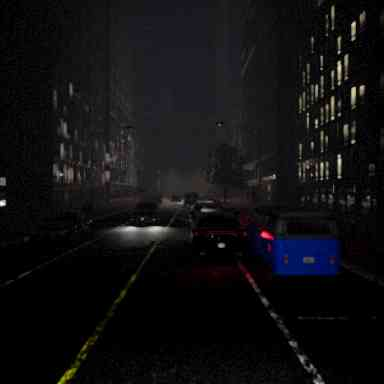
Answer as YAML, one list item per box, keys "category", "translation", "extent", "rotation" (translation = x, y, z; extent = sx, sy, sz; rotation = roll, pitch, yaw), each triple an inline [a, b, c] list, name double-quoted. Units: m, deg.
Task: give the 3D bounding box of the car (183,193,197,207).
- category: "car"
  translation: [-0.070, 1.088, 48.291]
  extent: [2.150, 2.045, 5.566]
  rotation: [0, 0, 0]

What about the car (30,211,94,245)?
- category: "car"
  translation: [-5.713, 1.541, 15.157]
  extent: [1.802, 1.307, 4.206]
  rotation: [0, 0, 0]

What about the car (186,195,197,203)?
- category: "car"
  translation: [-0.092, 1.313, 63.251]
  extent: [1.837, 1.490, 4.892]
  rotation: [0, 0, 0]

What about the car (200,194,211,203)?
- category: "car"
  translation: [2.594, 1.235, 66.398]
  extent: [1.967, 1.590, 4.097]
  rotation: [0, 0, 0]

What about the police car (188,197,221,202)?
- category: "police car"
  translation: [0.867, 1.365, 22.600]
  extent: [1.930, 1.638, 5.238]
  rotation: [0, 0, 0]

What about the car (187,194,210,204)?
- category: "car"
  translation: [0.858, 1.275, 28.461]
  extent: [2.097, 1.767, 4.553]
  rotation: [0, 0, 0]

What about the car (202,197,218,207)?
- category: "car"
  translation: [2.619, 1.414, 49.321]
  extent: [2.008, 1.369, 4.403]
  rotation: [0, 0, 0]

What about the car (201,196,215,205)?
- category: "car"
  translation: [2.611, 1.393, 55.013]
  extent: [2.008, 1.369, 4.403]
  rotation: [0, 0, 0]

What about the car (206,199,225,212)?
- category: "car"
  translation: [2.635, 1.481, 37.936]
  extent: [1.802, 1.307, 4.206]
  rotation: [0, 0, 0]

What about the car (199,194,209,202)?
- category: "car"
  translation: [2.586, 1.211, 72.090]
  extent: [1.967, 1.590, 4.097]
  rotation: [0, 0, 0]

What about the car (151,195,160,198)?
- category: "car"
  translation: [-5.754, 1.433, 43.620]
  extent: [2.008, 1.369, 4.403]
  rotation: [0, 0, 0]

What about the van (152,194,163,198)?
- category: "van"
  translation: [-5.770, 1.183, 55.004]
  extent: [1.690, 1.788, 3.998]
  rotation: [0, 0, 0]

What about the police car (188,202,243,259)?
- category: "police car"
  translation: [0.882, 1.392, 12.600]
  extent: [1.930, 1.638, 5.238]
  rotation: [0, 0, 0]

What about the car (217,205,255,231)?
- category: "car"
  translation: [2.660, 1.526, 20.858]
  extent: [1.802, 1.307, 4.206]
  rotation: [0, 0, 0]

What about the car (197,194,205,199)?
- category: "car"
  translation: [2.553, 1.213, 94.860]
  extent: [1.887, 1.381, 4.507]
  rotation: [0, 0, 0]

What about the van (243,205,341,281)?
- category: "van"
  translation: [2.677, 1.316, 9.474]
  extent: [1.690, 1.788, 3.998]
  rotation: [0, 0, 0]

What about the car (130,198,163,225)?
- category: "car"
  translation: [-3.133, 1.442, 23.423]
  extent: [1.837, 1.490, 4.892]
  rotation: [0, 0, 0]

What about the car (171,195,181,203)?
- category: "car"
  translation: [-3.114, 1.279, 64.706]
  extent: [1.882, 1.535, 5.008]
  rotation: [0, 0, 0]
